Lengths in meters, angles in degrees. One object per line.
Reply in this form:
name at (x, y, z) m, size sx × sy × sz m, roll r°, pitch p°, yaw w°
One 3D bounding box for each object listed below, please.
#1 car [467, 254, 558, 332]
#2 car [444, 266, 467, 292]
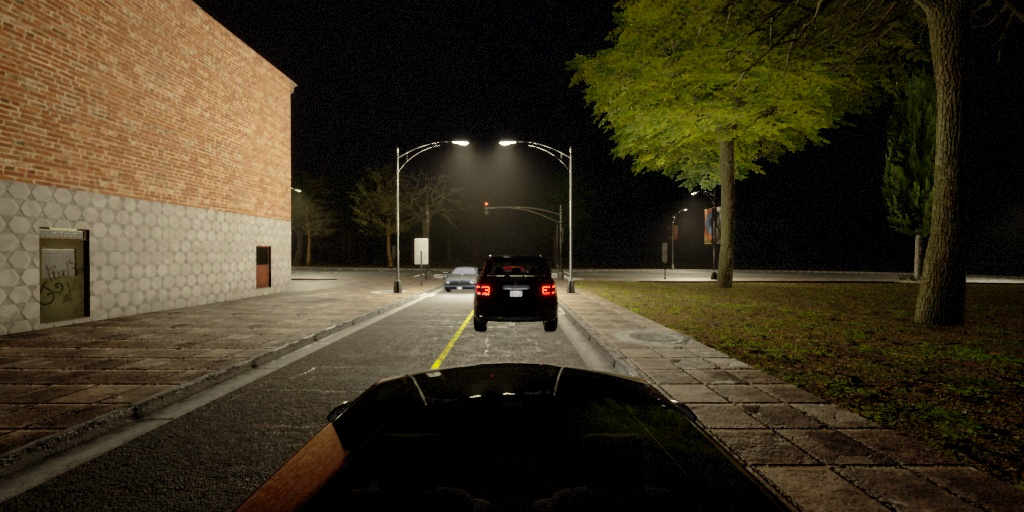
car at (0.086, 0.980, 11.050) m, size 2.150 × 2.045 × 5.566 m, roll 0°, pitch 0°, yaw 0°
car at (-2.787, 1.336, 21.760) m, size 2.033 × 1.411 × 5.357 m, roll 0°, pitch 0°, yaw 0°
